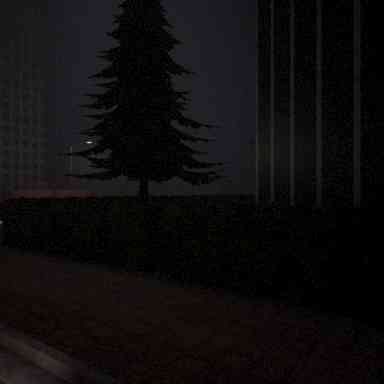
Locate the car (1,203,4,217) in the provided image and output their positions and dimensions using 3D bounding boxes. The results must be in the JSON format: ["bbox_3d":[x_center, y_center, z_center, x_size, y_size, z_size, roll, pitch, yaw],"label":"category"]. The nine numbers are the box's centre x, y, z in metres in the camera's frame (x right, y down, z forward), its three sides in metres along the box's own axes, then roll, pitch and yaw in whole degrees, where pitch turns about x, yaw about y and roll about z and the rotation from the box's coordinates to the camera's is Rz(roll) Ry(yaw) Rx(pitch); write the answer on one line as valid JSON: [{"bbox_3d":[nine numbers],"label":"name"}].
[{"bbox_3d":[-13.126,1.560,28.421,1.837,1.490,4.892,0,0,36],"label":"car"}]
